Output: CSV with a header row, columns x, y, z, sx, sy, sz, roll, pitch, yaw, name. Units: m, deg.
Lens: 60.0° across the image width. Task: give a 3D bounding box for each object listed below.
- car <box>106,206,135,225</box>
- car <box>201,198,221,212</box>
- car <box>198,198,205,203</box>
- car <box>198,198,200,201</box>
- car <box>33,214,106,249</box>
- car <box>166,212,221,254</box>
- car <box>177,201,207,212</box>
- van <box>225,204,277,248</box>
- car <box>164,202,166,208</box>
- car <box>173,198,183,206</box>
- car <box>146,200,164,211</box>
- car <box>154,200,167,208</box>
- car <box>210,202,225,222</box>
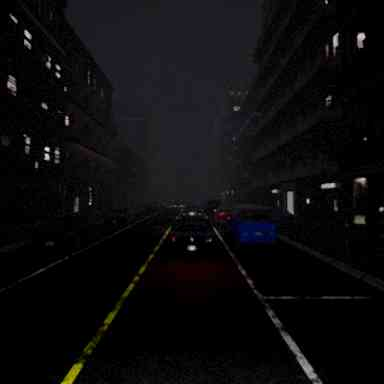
x,y,z,sx,sy,sz,roll,pitch,yaw,name
-5.672,1.818,26.603,1.947,1.339,4.313,1,-1,0,car
2.717,1.725,43.276,2.192,1.841,5.009,1,-1,0,car
2.730,2.415,93.582,1.752,1.417,4.829,1,-1,0,car
2.726,2.332,82.270,2.008,1.369,4.403,1,-1,0,car
-5.674,1.713,15.462,1.947,1.339,4.313,1,-1,0,car
0.005,1.735,14.116,1.895,1.301,4.718,0,0,0,car
0.010,1.822,29.002,2.033,1.411,5.357,0,-1,0,car
2.708,1.488,15.422,1.690,1.788,3.998,1,-1,0,van
-5.663,2.098,54.457,1.802,1.307,4.206,1,-1,0,car
-2.978,2.180,71.811,1.837,1.490,4.892,0,-1,0,car
-5.665,2.008,48.887,1.887,1.381,4.507,1,-1,0,car
-5.662,2.151,60.028,1.802,1.307,4.206,1,-1,0,car
2.709,1.796,26.561,1.887,1.381,4.507,1,-1,0,car
